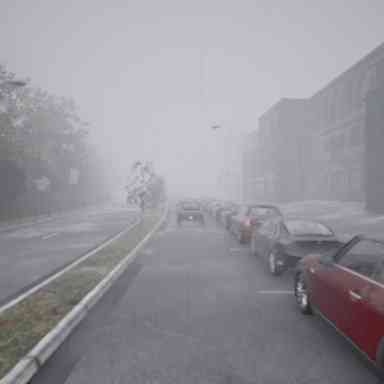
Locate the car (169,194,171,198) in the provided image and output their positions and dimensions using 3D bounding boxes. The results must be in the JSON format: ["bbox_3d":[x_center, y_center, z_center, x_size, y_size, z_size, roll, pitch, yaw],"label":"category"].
[{"bbox_3d":[-3.980,1.341,87.896,2.231,1.521,4.892,0,0,-11],"label":"car"}]

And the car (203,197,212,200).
[{"bbox_3d":[2.520,1.527,32.668,2.002,1.452,4.674,0,0,-3],"label":"car"}]

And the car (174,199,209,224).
[{"bbox_3d":[-0.151,1.496,24.698,2.128,1.511,4.902,0,0,-2],"label":"car"}]

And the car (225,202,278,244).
[{"bbox_3d":[3.052,1.365,15.840,2.185,1.767,4.553,1,0,0],"label":"car"}]

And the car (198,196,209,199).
[{"bbox_3d":[2.223,1.513,38.263,2.163,1.488,4.792,0,0,-3],"label":"car"}]

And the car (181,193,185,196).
[{"bbox_3d":[-0.409,1.438,65.911,2.097,1.535,5.008,0,0,-7],"label":"car"}]

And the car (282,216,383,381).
[{"bbox_3d":[3.050,1.360,4.742,2.185,1.767,4.553,0,0,0],"label":"car"}]

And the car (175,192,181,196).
[{"bbox_3d":[-2.029,1.396,77.113,1.946,1.575,5.366,0,0,-9],"label":"car"}]

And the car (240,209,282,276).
[{"bbox_3d":[3.051,1.489,10.313,2.231,1.521,4.892,0,0,0],"label":"car"}]

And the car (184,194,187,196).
[{"bbox_3d":[0.247,1.450,60.382,2.097,1.535,5.008,0,0,-6],"label":"car"}]

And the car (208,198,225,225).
[{"bbox_3d":[2.761,1.519,27.144,2.163,1.488,4.792,0,0,-2],"label":"car"}]

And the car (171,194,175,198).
[{"bbox_3d":[-2.955,1.121,82.442,2.435,2.045,5.566,0,0,-10],"label":"car"}]

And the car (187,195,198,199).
[{"bbox_3d":[0.847,1.462,54.852,2.231,1.521,4.892,0,0,-5],"label":"car"}]

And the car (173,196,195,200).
[{"bbox_3d":[-1.039,1.556,41.868,1.994,1.385,4.181,0,0,-4],"label":"car"}]

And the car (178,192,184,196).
[{"bbox_3d":[-1.182,1.418,71.613,1.946,1.575,5.366,0,0,-8],"label":"car"}]
